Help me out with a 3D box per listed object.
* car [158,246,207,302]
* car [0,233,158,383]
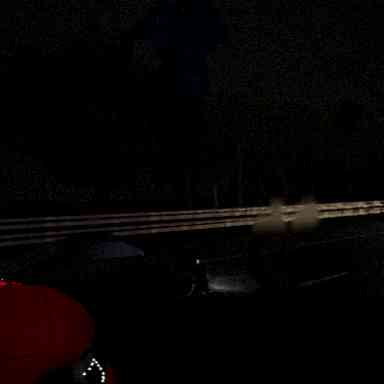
[{"bbox_3d":[-1.743,1.548,6.803,4.181,1.385,1.994,0,0,-36],"label":"car"},{"bbox_3d":[-3.137,1.231,1.507,5.566,2.045,2.150,0,0,-36],"label":"car"}]
